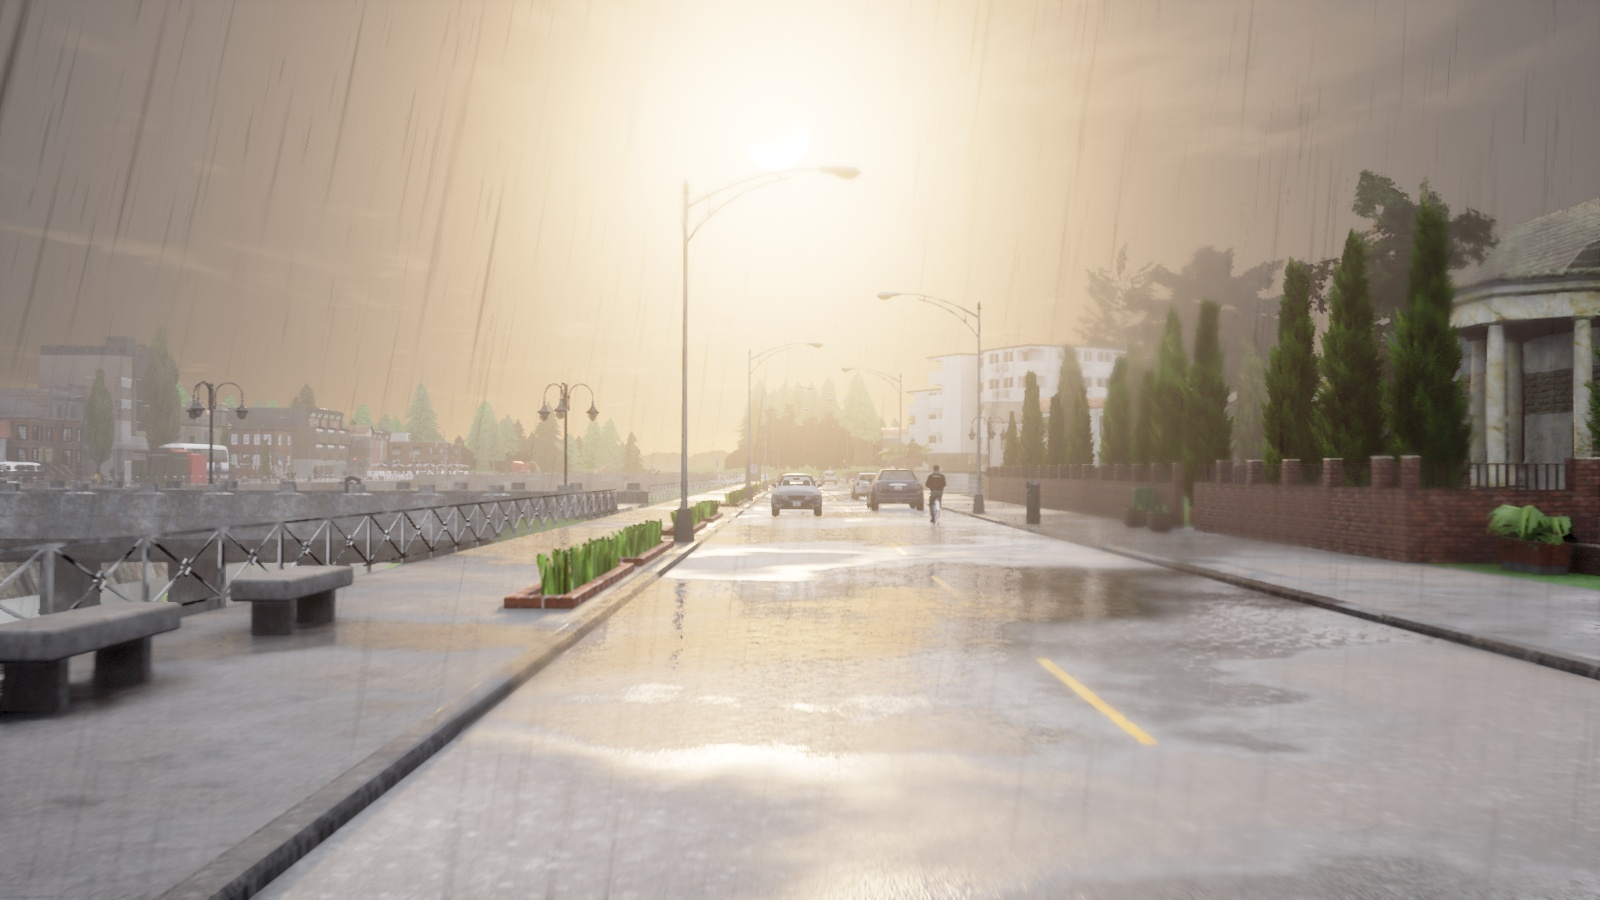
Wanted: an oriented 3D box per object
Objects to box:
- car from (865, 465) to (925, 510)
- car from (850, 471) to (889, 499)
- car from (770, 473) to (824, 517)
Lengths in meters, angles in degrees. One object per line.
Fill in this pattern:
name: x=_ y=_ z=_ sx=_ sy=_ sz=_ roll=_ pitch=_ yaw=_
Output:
car: x=3.877 y=1.526 z=51.876 sx=2.097 sy=1.767 sz=4.553 roll=0 pitch=-1 yaw=0
car: x=3.835 y=1.936 z=69.917 sx=1.970 sy=1.475 sz=3.806 roll=0 pitch=-1 yaw=0
car: x=-0.105 y=1.575 z=44.548 sx=1.816 sy=1.474 sz=4.193 roll=0 pitch=-1 yaw=0
